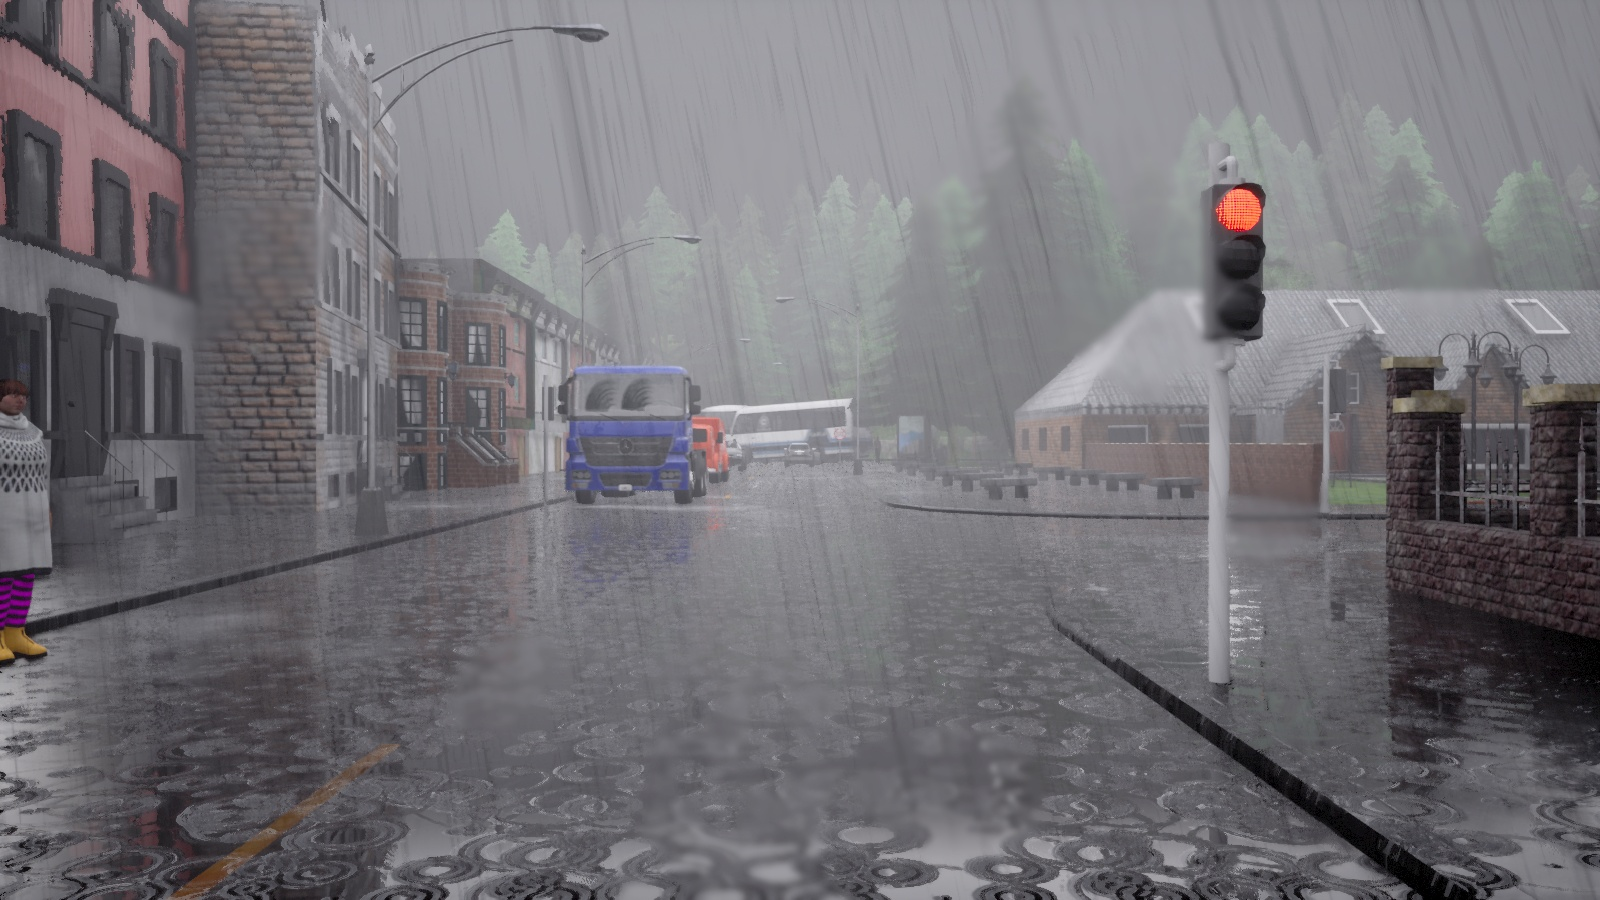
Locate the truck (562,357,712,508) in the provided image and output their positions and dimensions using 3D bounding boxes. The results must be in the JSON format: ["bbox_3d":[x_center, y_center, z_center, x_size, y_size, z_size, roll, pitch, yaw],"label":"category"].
[{"bbox_3d":[-4.033,-0.424,32.834,2.891,3.462,7.936,0,0,0],"label":"truck"}]

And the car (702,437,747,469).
[{"bbox_3d":[-4.042,0.137,68.313,2.152,1.651,5.027,0,0,0],"label":"car"}]

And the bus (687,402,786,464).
[{"bbox_3d":[-4.570,-1.178,93.828,3.944,4.253,10.273,-1,0,18],"label":"bus"}]

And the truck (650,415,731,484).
[{"bbox_3d":[-4.055,-0.006,47.618,2.627,2.467,5.204,0,0,0],"label":"truck"}]

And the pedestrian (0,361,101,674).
[{"bbox_3d":[-5.228,0.420,8.297,0.873,1.952,0.659,0,0,21],"label":"pedestrian"}]

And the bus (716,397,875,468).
[{"bbox_3d":[-0.366,-1.129,87.187,10.273,4.253,3.944,-3,-2,29],"label":"bus"}]

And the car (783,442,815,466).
[{"bbox_3d":[-0.035,0.262,79.709,1.970,1.475,3.806,0,0,0],"label":"car"}]
